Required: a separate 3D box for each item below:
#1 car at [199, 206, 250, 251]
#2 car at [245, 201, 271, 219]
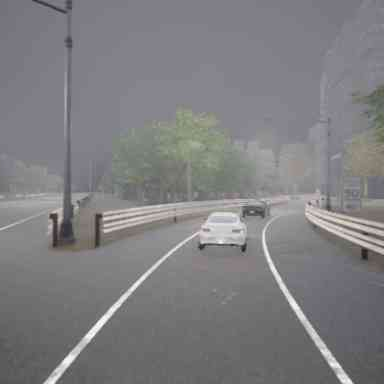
[{"bbox_3d":[1.426,1.534,14.136,1.812,1.442,4.674,0,0,10],"label":"car"},{"bbox_3d":[5.867,1.516,29.933,1.882,1.535,5.008,0,0,21],"label":"car"}]
